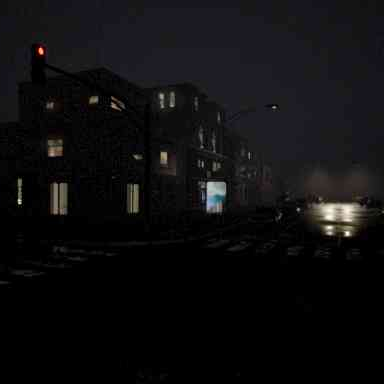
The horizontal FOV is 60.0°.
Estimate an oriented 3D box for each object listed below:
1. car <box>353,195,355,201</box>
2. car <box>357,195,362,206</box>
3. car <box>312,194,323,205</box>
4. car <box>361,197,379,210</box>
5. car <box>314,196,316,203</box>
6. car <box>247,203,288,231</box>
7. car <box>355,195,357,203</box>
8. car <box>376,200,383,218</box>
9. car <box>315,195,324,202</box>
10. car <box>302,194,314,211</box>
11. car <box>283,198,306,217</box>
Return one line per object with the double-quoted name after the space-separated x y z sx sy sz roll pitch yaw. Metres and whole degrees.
34.478 1.606 68.043 1.802 1.307 4.206 0 0 24 "car"
27.831 1.455 52.870 1.967 1.590 4.097 0 0 24 "car"
22.377 1.332 61.305 2.192 1.841 5.009 0 0 24 "car"
23.398 1.561 42.755 2.008 1.369 4.403 0 0 24 "car"
15.660 1.535 45.975 1.752 1.417 4.829 0 0 24 "car"
4.648 1.585 20.842 1.802 1.307 4.206 0 0 24 "car"
30.047 1.569 57.929 2.008 1.369 4.403 0 0 24 "car"
16.750 1.588 27.581 1.802 1.307 4.206 0 0 24 "car"
31.241 1.471 81.536 1.967 1.590 4.097 0 0 24 "car"
13.512 1.448 41.073 1.967 1.590 4.097 0 0 24 "car"
9.079 1.556 30.957 2.008 1.369 4.403 0 0 24 "car"
